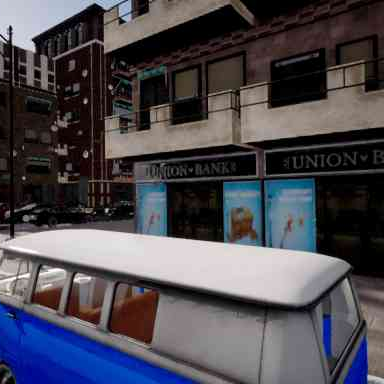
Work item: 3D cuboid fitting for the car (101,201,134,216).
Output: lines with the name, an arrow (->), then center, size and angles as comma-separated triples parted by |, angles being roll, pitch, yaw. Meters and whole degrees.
car -> -6.915, 1.675, 34.558 | 2.128, 1.511, 4.902 | -1, -1, 36

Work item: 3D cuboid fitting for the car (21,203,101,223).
car -> -8.663, 1.583, 22.333 | 1.947, 1.339, 4.313 | -2, -1, 36

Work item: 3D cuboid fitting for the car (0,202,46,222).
car -> -12.458, 1.635, 26.955 | 1.837, 1.490, 4.892 | -1, -1, 36

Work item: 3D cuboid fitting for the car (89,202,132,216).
car -> -8.795, 1.798, 36.384 | 1.947, 1.339, 4.313 | -2, -1, 36

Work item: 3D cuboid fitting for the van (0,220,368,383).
van -> -0.485, 1.342, 3.196 | 3.998, 1.788, 1.690 | 0, -1, 35
